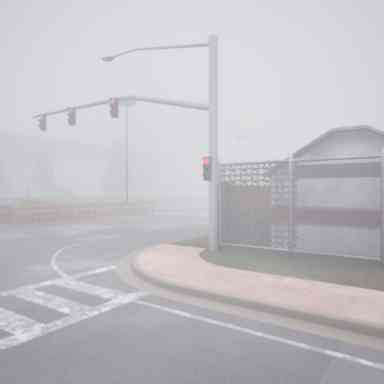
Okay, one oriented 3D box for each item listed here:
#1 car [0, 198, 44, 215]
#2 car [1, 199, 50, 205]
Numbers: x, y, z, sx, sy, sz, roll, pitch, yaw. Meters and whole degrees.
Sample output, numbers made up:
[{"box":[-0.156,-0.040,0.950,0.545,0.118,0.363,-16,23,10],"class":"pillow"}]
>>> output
[{"box":[-18.694,1.475,35.582,1.882,1.535,5.008,0,0,34],"class":"car"},{"box":[-16.442,1.475,32.653,1.882,1.535,5.008,0,0,34],"class":"car"}]
